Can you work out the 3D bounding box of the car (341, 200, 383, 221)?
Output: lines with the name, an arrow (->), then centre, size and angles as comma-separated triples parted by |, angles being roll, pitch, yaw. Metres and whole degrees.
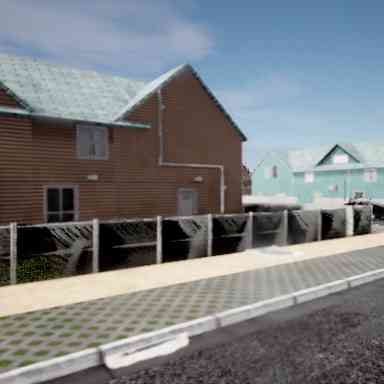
car -> 13.339, 1.442, 26.602 | 1.837, 1.490, 4.892 | -1, 1, -36
